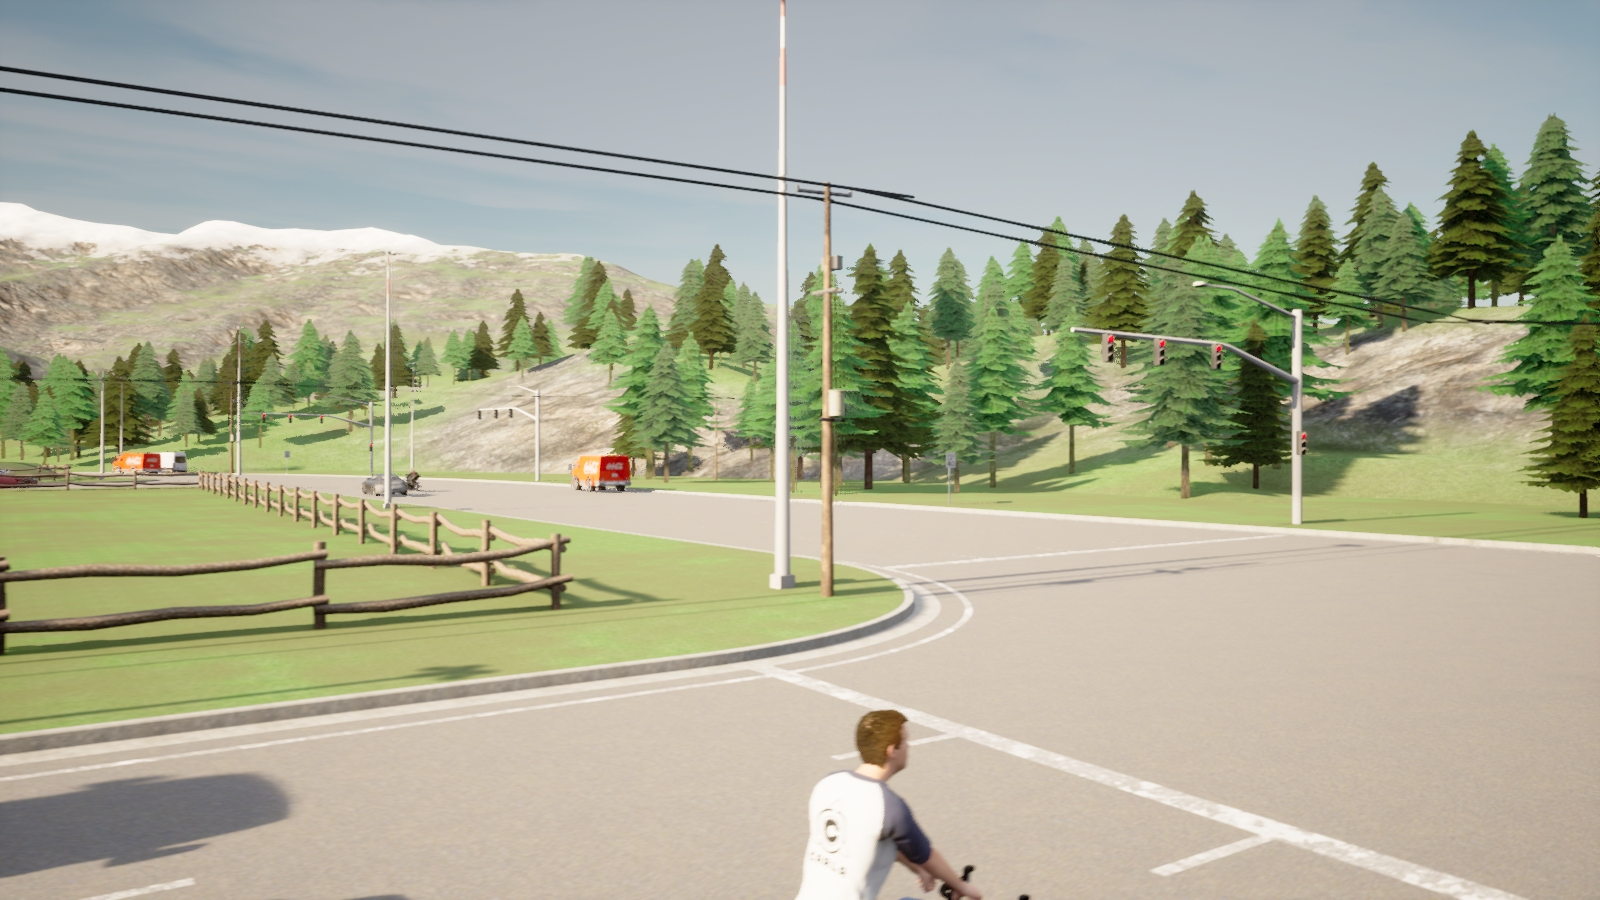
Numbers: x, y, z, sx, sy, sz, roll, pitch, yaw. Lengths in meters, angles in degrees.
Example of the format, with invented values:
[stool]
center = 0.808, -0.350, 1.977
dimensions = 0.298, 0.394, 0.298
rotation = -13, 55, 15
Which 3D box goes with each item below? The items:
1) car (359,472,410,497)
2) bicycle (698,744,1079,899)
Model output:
[car]
center = -25.858, 2.133, 71.019
dimensions = 1.994, 1.385, 4.181
rotation = 0, 0, -35
[bicycle]
center = 0.399, 2.059, 4.484
dimensions = 1.643, 1.496, 0.373
rotation = 1, 0, -36
